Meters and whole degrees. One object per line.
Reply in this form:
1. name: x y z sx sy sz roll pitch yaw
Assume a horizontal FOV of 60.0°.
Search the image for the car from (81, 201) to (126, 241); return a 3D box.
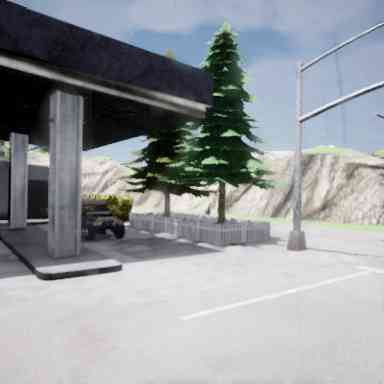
1. car: -5.131 1.460 17.840 1.905 1.878 3.866 1 0 -36
